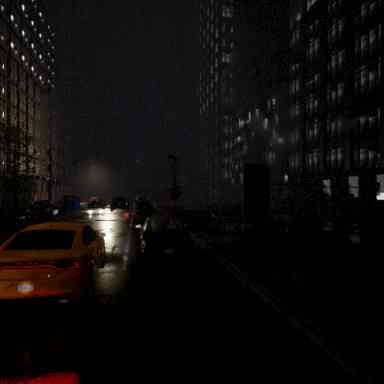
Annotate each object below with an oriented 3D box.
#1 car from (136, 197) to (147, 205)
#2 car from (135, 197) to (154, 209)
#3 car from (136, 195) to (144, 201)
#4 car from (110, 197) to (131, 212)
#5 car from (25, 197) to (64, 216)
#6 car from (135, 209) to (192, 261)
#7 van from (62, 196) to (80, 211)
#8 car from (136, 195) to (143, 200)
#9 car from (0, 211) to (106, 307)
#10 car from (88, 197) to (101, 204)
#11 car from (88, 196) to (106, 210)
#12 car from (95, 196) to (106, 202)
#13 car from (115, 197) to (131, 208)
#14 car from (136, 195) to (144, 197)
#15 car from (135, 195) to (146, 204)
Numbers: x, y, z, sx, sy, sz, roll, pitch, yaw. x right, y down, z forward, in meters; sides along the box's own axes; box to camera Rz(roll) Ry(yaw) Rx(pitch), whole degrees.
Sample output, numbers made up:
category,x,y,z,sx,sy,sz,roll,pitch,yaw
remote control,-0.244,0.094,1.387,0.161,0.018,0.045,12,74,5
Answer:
category,x,y,z,sx,sy,sz,roll,pitch,yaw
car,-8.655,1.540,56.629,1.802,1.307,4.206,0,0,-10
car,-4.919,1.545,34.370,1.947,1.339,4.313,0,0,-10
car,-12.391,1.501,78.889,1.947,1.339,4.313,0,0,-10
car,-8.322,1.321,38.770,2.097,1.767,4.553,0,0,-9
car,-12.253,1.405,27.426,1.967,1.590,4.097,0,0,-10
car,-1.057,1.547,12.134,2.008,1.369,4.403,0,0,-10
van,-14.122,1.296,38.553,1.690,1.788,3.998,0,0,-10
car,-14.259,1.468,90.018,1.887,1.381,4.507,0,0,-10
car,-3.227,1.470,8.081,1.882,1.535,5.008,0,0,-10
car,-17.854,1.515,60.808,1.802,1.307,4.206,0,0,-10
car,-12.017,1.522,42.330,1.994,1.385,4.181,0,0,-10
car,-19.722,1.488,71.934,1.947,1.339,4.313,0,0,-10
car,-10.033,1.507,48.634,2.033,1.411,5.357,0,0,-9
car,-7.721,1.530,51.064,1.947,1.339,4.313,0,0,-10
car,-9.590,1.393,62.193,1.967,1.590,4.097,0,0,-10
